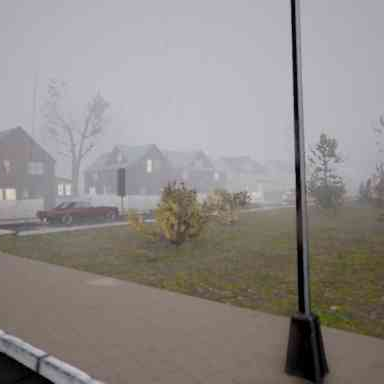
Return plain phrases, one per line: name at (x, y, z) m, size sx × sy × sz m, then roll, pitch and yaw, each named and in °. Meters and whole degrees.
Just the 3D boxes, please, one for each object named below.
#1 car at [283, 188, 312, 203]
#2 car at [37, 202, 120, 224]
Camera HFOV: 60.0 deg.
car at (13.849, 0.586, 42.354) m, size 1.882 × 1.535 × 5.008 m, roll -2°, pitch -1°, yaw 44°
car at (-6.844, 1.243, 20.546) m, size 1.895 × 1.301 × 4.718 m, roll -2°, pitch -1°, yaw 43°
